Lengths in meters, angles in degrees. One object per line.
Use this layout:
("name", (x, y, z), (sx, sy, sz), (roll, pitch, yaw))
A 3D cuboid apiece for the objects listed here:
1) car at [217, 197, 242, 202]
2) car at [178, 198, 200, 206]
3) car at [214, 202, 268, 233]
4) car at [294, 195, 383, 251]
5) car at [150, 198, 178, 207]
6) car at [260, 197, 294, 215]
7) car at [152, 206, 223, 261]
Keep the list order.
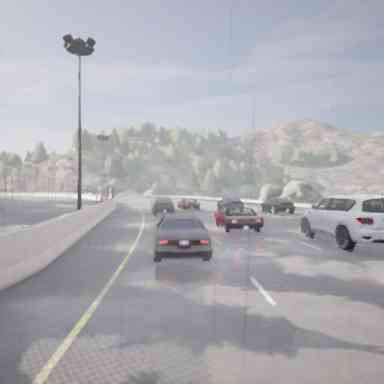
("car", (3.820, 1.266, 33.664), (1.837, 1.490, 4.892), (0, 0, -10))
("car", (-0.471, 1.344, 37.456), (1.895, 1.301, 4.718), (0, 0, -12))
("car", (2.472, 1.467, 18.785), (1.895, 1.301, 4.718), (0, 0, -6))
("car", (6.457, 1.115, 13.750), (2.150, 2.045, 5.566), (0, 0, -4))
("car", (-2.683, 1.301, 30.317), (1.837, 1.490, 4.892), (0, 0, -10))
("car", (7.844, 1.277, 30.968), (1.837, 1.490, 4.892), (0, 0, -9))
("car", (-0.416, 1.466, 11.892), (2.033, 1.411, 5.357), (0, 0, -4))
